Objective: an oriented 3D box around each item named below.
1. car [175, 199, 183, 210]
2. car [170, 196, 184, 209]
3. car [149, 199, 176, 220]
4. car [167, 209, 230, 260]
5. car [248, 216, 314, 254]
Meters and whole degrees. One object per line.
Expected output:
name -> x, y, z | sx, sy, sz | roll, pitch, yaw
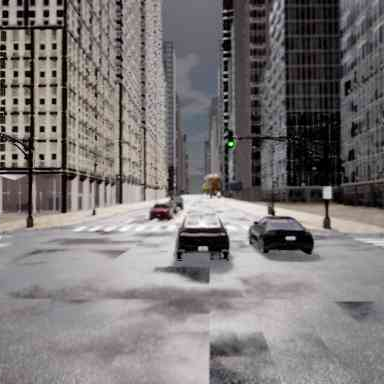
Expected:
car -> -2.631, 1.896, 40.815 | 2.033, 1.411, 5.357 | 0, 0, 1
car -> -2.424, 1.650, 51.528 | 2.150, 2.045, 5.566 | 0, 0, 1
car -> -2.820, 1.750, 30.997 | 1.882, 1.535, 5.008 | 0, 0, 1
car -> 0.375, 1.623, 12.916 | 2.128, 1.511, 4.902 | 0, -1, 1
car -> 3.639, 1.710, 14.214 | 1.994, 1.385, 4.181 | 0, -1, 1
